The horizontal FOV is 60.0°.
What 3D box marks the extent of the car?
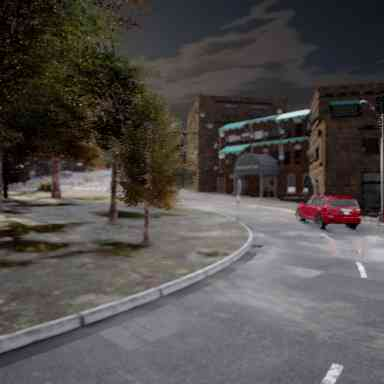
[{"bbox_3d":[8.693,1.186,21.636,2.150,2.045,5.566,2,2,-3],"label":"car"}]
